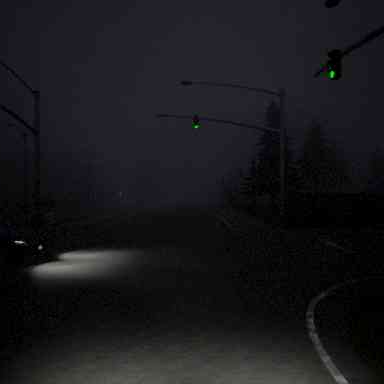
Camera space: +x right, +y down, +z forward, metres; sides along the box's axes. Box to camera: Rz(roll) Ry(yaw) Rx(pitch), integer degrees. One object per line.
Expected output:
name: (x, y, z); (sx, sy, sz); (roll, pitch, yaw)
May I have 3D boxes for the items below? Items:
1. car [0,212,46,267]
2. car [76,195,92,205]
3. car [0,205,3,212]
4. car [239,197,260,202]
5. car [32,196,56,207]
car: (-7.226, 1.513, 10.798); (4.674, 1.442, 1.812); (0, 0, 1)
car: (-17.382, 1.314, 53.524); (1.845, 1.501, 3.633); (0, 0, 0)
car: (-17.664, 1.309, 27.491); (2.007, 1.523, 4.514); (0, 0, 0)
car: (12.112, 1.261, 70.576); (4.553, 1.767, 2.097); (0, 0, 1)
car: (-20.445, 1.333, 46.137); (1.970, 1.475, 3.806); (0, 0, 0)
